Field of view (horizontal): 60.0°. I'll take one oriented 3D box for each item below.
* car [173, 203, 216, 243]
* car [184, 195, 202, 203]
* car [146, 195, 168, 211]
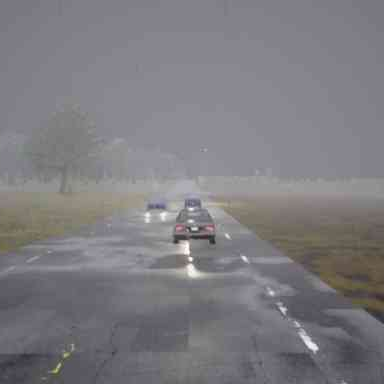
[{"bbox_3d":[0.101,1.484,15.635,2.033,1.411,5.357,0,1,0],"label":"car"},{"bbox_3d":[0.097,1.067,38.882,1.882,1.535,5.008,0,1,0],"label":"car"},{"bbox_3d":[-3.596,1.139,34.857,1.882,1.535,5.008,0,1,0],"label":"car"}]
